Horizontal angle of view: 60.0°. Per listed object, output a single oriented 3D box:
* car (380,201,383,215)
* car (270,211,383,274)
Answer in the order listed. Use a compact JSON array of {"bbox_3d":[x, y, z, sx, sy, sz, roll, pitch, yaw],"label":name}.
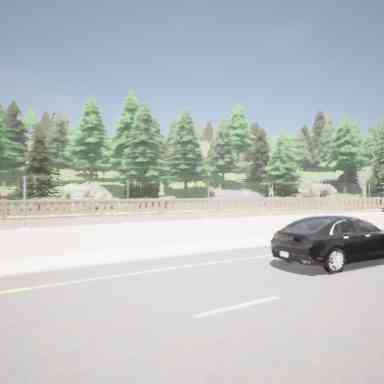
[{"bbox_3d":[20.770,1.545,32.329,4.181,1.385,1.994,0,0,-16],"label":"car"},{"bbox_3d":[4.680,1.492,10.476,4.892,1.490,1.837,0,0,-30],"label":"car"}]
